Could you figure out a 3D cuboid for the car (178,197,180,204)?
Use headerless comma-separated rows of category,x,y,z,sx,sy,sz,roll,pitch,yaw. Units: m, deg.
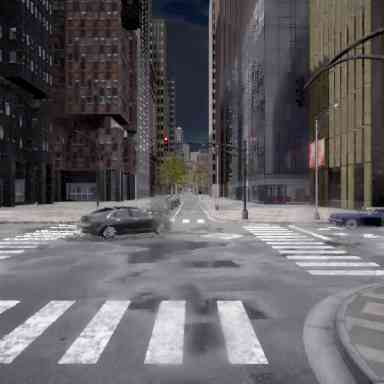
car,-3.207,1.502,52.332,1.837,1.490,4.892,0,0,0

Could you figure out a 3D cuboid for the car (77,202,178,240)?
car,-3.341,1.503,17.049,4.892,1.490,1.837,-1,3,-40

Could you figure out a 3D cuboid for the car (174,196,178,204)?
car,-3.226,1.489,42.145,2.128,1.511,4.902,0,0,0

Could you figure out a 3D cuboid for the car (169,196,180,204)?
car,-3.257,1.475,62.708,1.882,1.535,5.008,0,0,0

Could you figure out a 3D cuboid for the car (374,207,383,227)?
car,13.018,1.232,17.377,5.566,2.045,2.150,0,0,0

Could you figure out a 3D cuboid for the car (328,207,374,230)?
car,11.029,1.602,20.629,4.718,1.301,1.895,0,0,0

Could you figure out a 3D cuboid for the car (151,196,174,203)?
car,-3.203,1.350,32.095,2.097,1.767,4.553,0,0,0
